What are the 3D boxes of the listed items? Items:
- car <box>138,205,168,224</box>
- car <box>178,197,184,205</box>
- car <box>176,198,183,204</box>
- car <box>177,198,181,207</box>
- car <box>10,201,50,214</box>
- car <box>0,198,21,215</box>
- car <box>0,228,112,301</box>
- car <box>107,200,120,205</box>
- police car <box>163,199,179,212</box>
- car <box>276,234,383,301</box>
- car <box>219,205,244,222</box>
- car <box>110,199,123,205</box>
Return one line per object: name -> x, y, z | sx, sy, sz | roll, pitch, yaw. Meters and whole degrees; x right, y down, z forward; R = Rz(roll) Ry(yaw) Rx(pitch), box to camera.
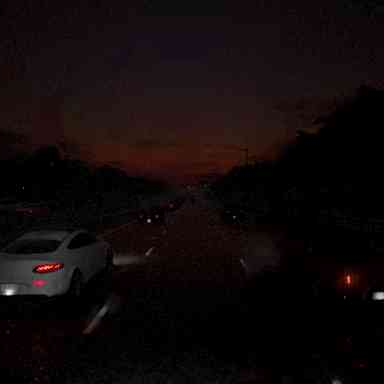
car -> -3.390, 2.013, 28.577 | 1.895, 1.301, 4.718 | 0, -1, 0
car -> -3.475, 2.273, 71.083 | 2.097, 1.767, 4.553 | 0, -1, 0
car -> -3.468, 2.565, 93.113 | 2.033, 1.649, 4.856 | 0, -1, 0
car -> -3.479, 2.356, 60.111 | 2.033, 1.411, 5.357 | 0, -1, 0
car -> -17.577, 2.003, 36.886 | 1.882, 1.535, 5.008 | 0, -1, 0
car -> -21.077, 1.749, 37.139 | 2.150, 2.045, 5.566 | 0, -1, 0
car -> -3.397, 1.653, 8.522 | 1.812, 1.442, 4.674 | 0, -1, 0
car -> -14.018, 2.369, 59.892 | 1.994, 1.385, 4.181 | 0, -1, 1
police car -> -3.483, 2.188, 49.113 | 2.038, 1.542, 4.974 | 0, -1, 0
car -> 3.603, 1.729, 8.573 | 1.895, 1.301, 4.718 | 0, -1, 0
car -> 3.611, 1.934, 30.564 | 2.128, 1.511, 4.902 | 0, -1, 0
car -> -17.473, 2.296, 77.336 | 1.994, 1.385, 4.181 | 0, -1, 0
